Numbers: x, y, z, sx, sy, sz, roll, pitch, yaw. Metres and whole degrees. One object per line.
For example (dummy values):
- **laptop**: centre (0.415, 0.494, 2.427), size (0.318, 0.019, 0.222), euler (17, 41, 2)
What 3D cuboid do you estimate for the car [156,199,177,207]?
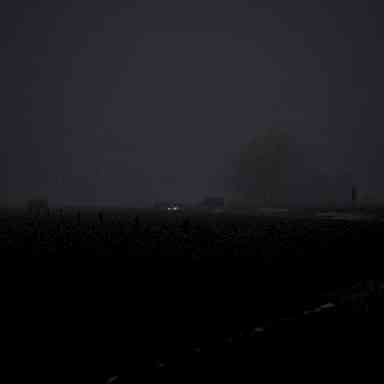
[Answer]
- **car**: centre (-5.322, 2.262, 69.323), size (2.128, 1.511, 4.902), euler (-1, 0, -36)

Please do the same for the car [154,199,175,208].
- **car**: centre (-5.250, 2.364, 63.220), size (2.033, 1.411, 5.357), euler (-1, 0, -36)

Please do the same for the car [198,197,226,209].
- **car**: centre (3.395, 1.816, 57.156), size (2.150, 2.045, 5.566), euler (-1, 0, -36)
